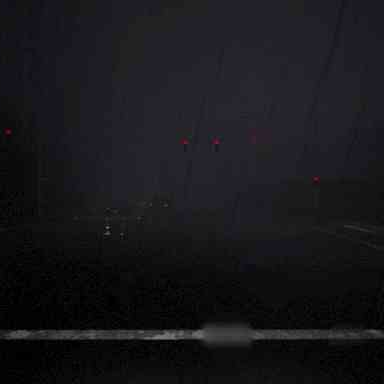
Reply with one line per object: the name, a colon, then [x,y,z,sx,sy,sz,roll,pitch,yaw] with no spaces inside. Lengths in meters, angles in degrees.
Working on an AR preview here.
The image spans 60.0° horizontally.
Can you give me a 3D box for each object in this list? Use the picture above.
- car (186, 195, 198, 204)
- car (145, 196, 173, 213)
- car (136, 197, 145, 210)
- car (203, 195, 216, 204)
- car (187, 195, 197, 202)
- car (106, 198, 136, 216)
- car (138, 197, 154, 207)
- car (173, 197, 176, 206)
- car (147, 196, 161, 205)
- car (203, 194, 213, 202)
car: [0.018,1.505,63.773,1.837,1.490,4.892,0,0,0]
car: [-3.578,1.352,36.992,2.097,1.767,4.553,0,0,0]
car: [-7.082,1.478,42.191,1.882,1.535,5.008,0,0,0]
car: [3.623,1.547,64.238,2.033,1.411,5.357,0,0,0]
car: [0.021,1.413,73.882,1.994,1.385,4.181,0,0,0]
car: [-7.085,1.526,32.897,1.812,1.442,4.674,0,0,0]
car: [-7.076,1.505,51.677,1.837,1.490,4.892,0,0,0]
car: [-3.581,1.564,45.562,1.994,1.385,4.181,0,0,0]
car: [-7.046,1.492,62.085,2.128,1.511,4.902,0,0,0]
car: [3.523,1.355,74.460,2.097,1.767,4.553,0,0,0]
